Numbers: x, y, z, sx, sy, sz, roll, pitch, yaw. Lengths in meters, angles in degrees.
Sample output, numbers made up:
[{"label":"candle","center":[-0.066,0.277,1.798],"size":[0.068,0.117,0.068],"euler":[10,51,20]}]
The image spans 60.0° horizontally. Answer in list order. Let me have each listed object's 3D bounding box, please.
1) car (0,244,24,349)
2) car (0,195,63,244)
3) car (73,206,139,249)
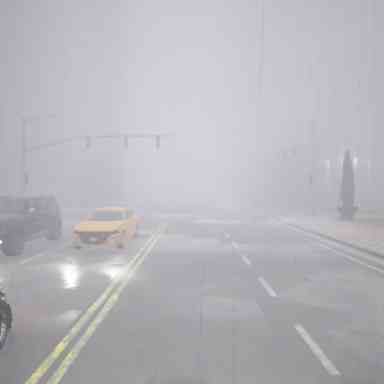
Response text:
[{"label":"car","center":[-3.589,1.546,3.108],"size":[1.994,1.385,4.181],"euler":[0,0,0]},{"label":"car","center":[-7.014,1.152,13.119],"size":[2.150,2.045,5.566],"euler":[0,0,0]},{"label":"car","center":[-3.501,1.396,14.296],"size":[1.882,1.535,5.008],"euler":[0,0,0]}]
